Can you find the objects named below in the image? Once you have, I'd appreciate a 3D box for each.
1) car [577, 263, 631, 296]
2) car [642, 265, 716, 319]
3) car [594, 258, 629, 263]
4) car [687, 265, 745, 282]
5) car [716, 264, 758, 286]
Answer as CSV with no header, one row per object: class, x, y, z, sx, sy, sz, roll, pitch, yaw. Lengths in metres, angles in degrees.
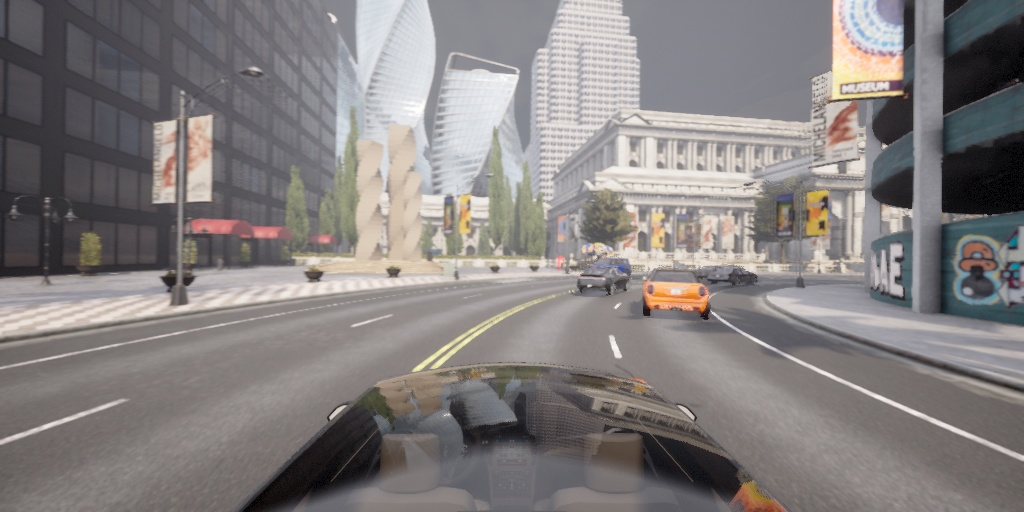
car,5.335,1.363,20.499,2.128,1.511,4.902,1,0,33
car,6.172,1.218,13.891,2.097,1.767,4.553,1,0,20
car,9.697,1.194,35.958,5.566,2.045,2.150,1,-1,-38
car,19.624,1.653,34.480,5.357,1.411,2.033,1,0,-23
car,17.843,1.615,28.975,5.357,1.411,2.033,1,0,-35
